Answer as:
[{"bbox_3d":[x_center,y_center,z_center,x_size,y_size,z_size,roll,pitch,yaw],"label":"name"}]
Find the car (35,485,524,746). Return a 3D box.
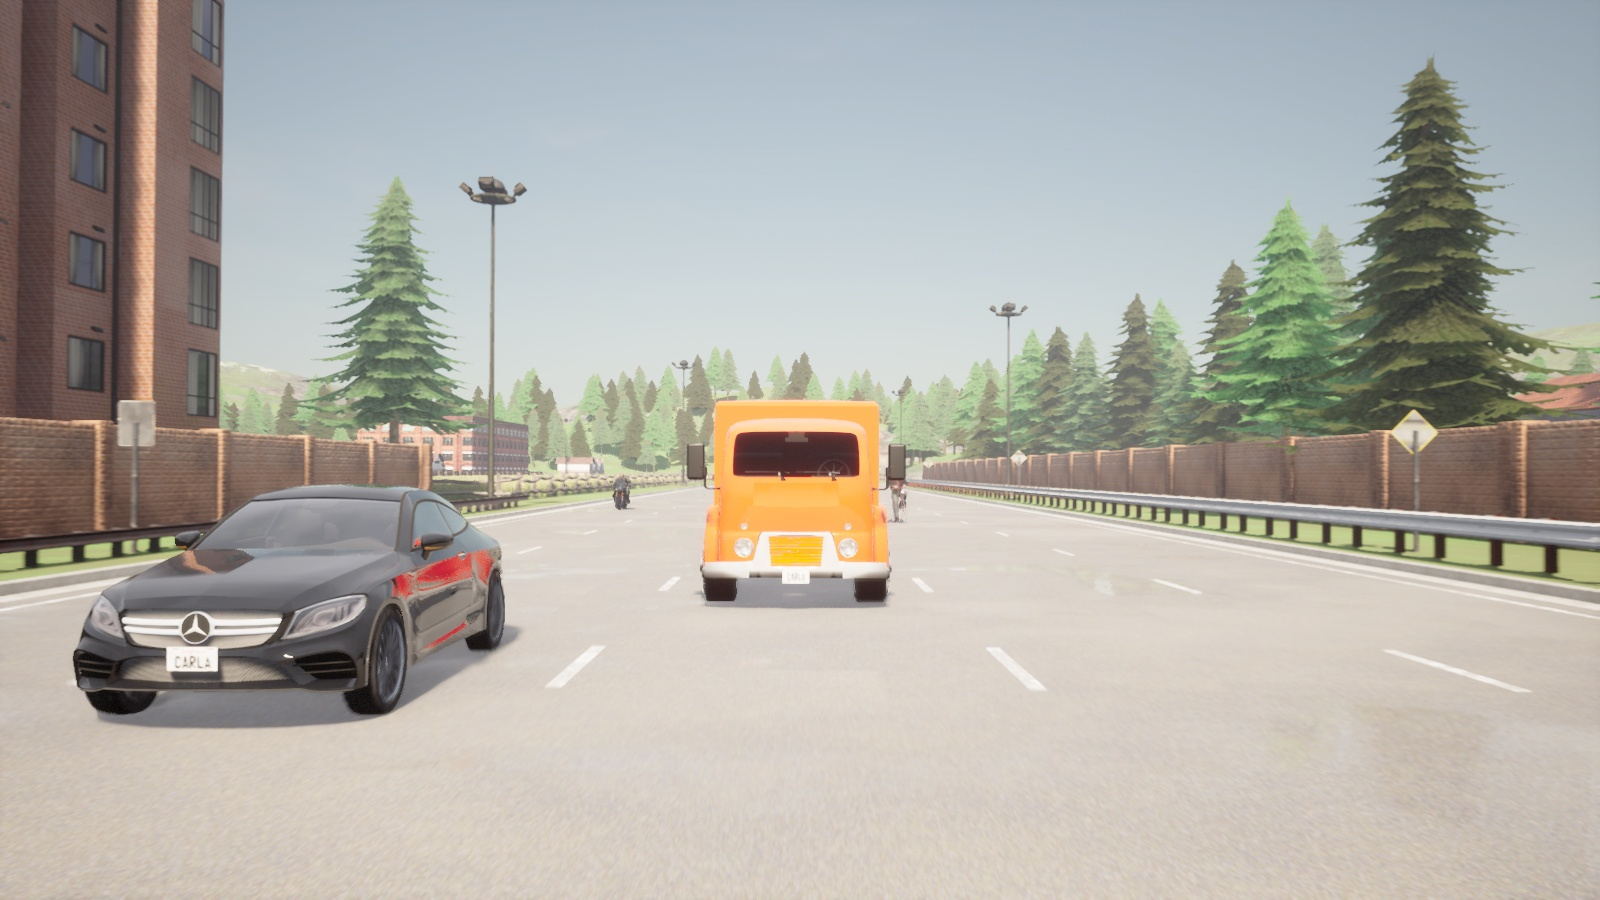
[{"bbox_3d":[-3.518,1.020,9.591,1.812,1.442,4.674,0,-1,0],"label":"car"}]

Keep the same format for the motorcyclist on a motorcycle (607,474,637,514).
[{"bbox_3d":[-7.123,1.745,50.314,0.866,1.530,2.191,0,-1,0],"label":"motorcyclist on a motorcycle"}]

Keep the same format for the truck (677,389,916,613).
[{"bbox_3d":[-0.042,0.616,16.507,2.627,2.467,5.204,0,-1,0],"label":"truck"}]
